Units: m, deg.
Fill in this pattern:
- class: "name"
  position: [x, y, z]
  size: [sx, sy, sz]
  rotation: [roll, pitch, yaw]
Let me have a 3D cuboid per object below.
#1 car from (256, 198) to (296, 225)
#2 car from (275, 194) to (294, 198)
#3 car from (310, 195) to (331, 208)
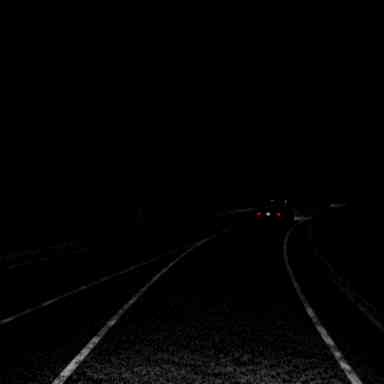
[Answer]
- class: "car"
  position: [5.957, 1.430, 23.453]
  size: [2.033, 1.411, 5.357]
  rotation: [0, 0, 26]
- class: "car"
  position: [10.853, 1.044, 39.595]
  size: [2.097, 1.767, 4.553]
  rotation: [-1, 1, 31]
- class: "car"
  position: [15.551, 1.100, 40.134]
  size: [2.128, 1.511, 4.902]
  rotation: [-1, 1, 31]
